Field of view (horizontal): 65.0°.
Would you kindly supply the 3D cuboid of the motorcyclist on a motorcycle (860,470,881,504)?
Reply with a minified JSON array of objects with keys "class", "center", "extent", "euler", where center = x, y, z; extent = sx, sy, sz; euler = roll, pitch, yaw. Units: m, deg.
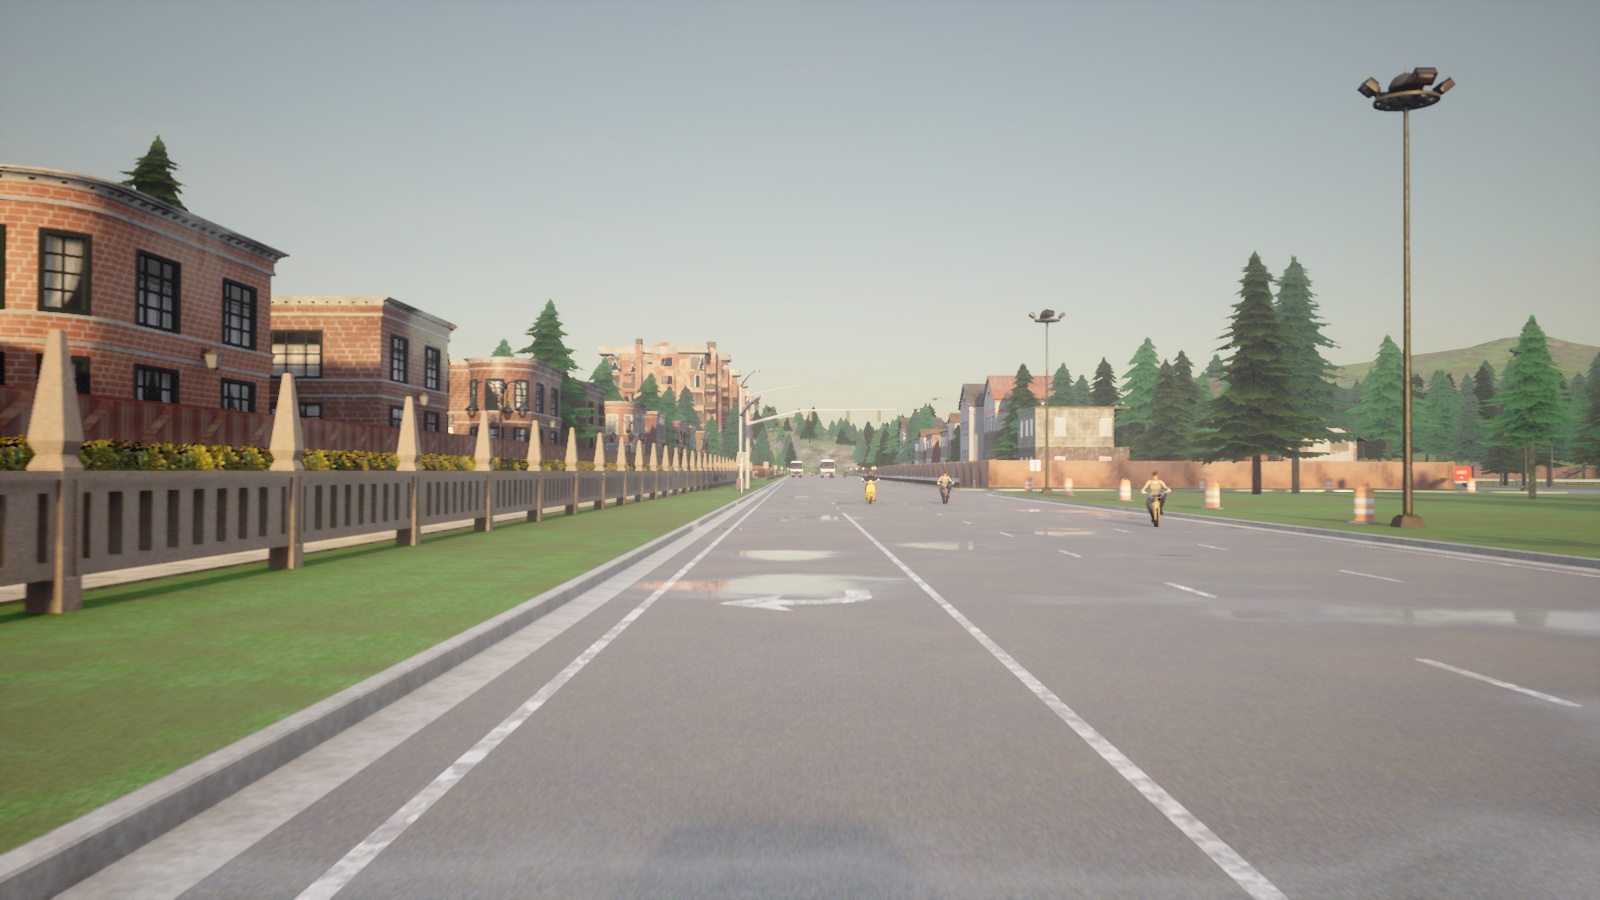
[{"class":"motorcyclist on a motorcycle","center":[3.356,1.755,59.781],"extent":[0.866,1.590,1.817],"euler":[0,-1,0]}]

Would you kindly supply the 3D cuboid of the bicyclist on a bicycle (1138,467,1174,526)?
[{"class":"bicyclist on a bicycle","center":[10.123,1.308,35.725],"extent":[0.866,1.612,1.509],"euler":[-1,-1,12]}]
